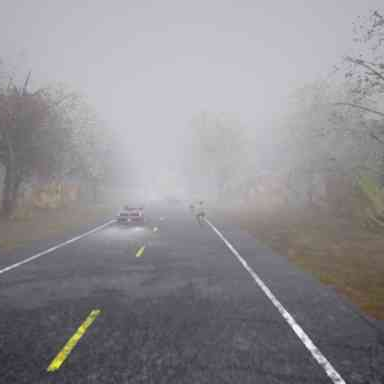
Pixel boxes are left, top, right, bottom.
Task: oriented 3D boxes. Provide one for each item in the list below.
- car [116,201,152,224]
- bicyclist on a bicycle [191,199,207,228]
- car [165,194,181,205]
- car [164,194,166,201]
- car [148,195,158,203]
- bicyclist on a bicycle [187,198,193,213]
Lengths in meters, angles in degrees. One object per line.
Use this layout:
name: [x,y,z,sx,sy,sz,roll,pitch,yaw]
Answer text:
car: [-4.212,1.542,24.081,1.895,1.301,4.718,0,0,-3]
bicyclist on a bicycle: [0.540,1.385,20.461,0.866,1.612,1.509,0,0,-3]
car: [-2.944,1.315,55.534,2.128,1.511,4.902,0,0,-6]
car: [-5.307,1.227,74.032,1.837,1.490,4.892,0,0,-8]
car: [-7.570,1.305,64.356,1.812,1.442,4.674,0,0,-6]
bicyclist on a bicycle: [0.003,1.355,30.148,0.866,1.612,1.509,0,0,-3]
